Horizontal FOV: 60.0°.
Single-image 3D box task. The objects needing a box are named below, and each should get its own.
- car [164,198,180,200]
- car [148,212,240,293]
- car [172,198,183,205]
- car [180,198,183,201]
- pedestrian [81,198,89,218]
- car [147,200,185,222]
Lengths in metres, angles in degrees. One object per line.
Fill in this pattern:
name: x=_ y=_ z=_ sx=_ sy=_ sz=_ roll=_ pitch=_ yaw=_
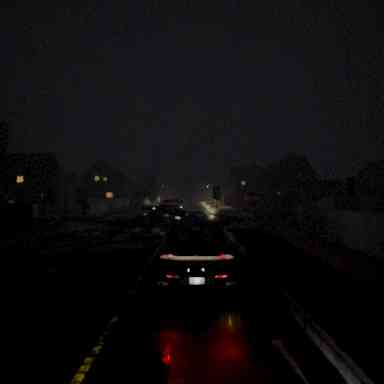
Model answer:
car: x=-2.850 y=1.617 z=41.099 sx=1.882 sy=1.535 sz=5.008 roll=0 pitch=0 yaw=0
car: x=0.098 y=1.510 z=8.887 sx=2.128 sy=1.511 sz=4.902 roll=0 pitch=0 yaw=0
car: x=-2.791 y=1.890 z=65.824 sx=1.895 sy=1.301 sz=4.718 roll=0 pitch=0 yaw=0
car: x=-2.875 y=1.720 z=51.270 sx=1.812 sy=1.442 sz=4.674 roll=0 pitch=0 yaw=3
pedestrian: x=-9.820 y=1.444 z=30.360 sx=0.375 sy=1.860 sz=0.375 roll=0 pitch=-3 yaw=-1
car: x=-1.670 y=1.520 z=22.620 sx=1.994 sy=1.385 sz=4.181 roll=0 pitch=2 yaw=-22
